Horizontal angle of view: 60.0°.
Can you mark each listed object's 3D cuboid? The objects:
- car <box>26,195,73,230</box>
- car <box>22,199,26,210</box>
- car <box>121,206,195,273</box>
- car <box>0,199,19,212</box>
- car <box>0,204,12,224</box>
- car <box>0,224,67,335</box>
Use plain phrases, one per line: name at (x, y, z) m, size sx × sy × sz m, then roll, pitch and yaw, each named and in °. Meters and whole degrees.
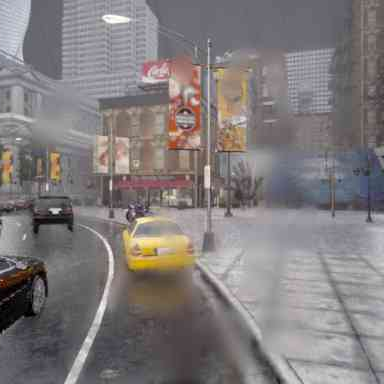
car at (-8.844, 1.213, 20.744) m, size 2.150 × 2.045 × 5.566 m, roll 0°, pitch 0°, yaw -28°
car at (-15.683, 1.577, 34.738) m, size 1.895 × 1.301 × 4.718 m, roll 0°, pitch 0°, yaw -43°
car at (-1.291, 1.455, 10.787) m, size 1.801 × 1.575 × 5.366 m, roll 0°, pitch 0°, yaw -14°
car at (-20.579, 1.524, 34.754) m, size 5.357 × 1.411 × 2.033 m, roll 0°, pitch 0°, yaw 39°
car at (-9.548, 1.481, 14.482) m, size 2.128 × 1.511 × 4.902 m, roll 0°, pitch 0°, yaw -21°
car at (-3.558, 1.490, 4.487) m, size 2.128 × 1.511 × 4.902 m, roll 0°, pitch 0°, yaw -5°
